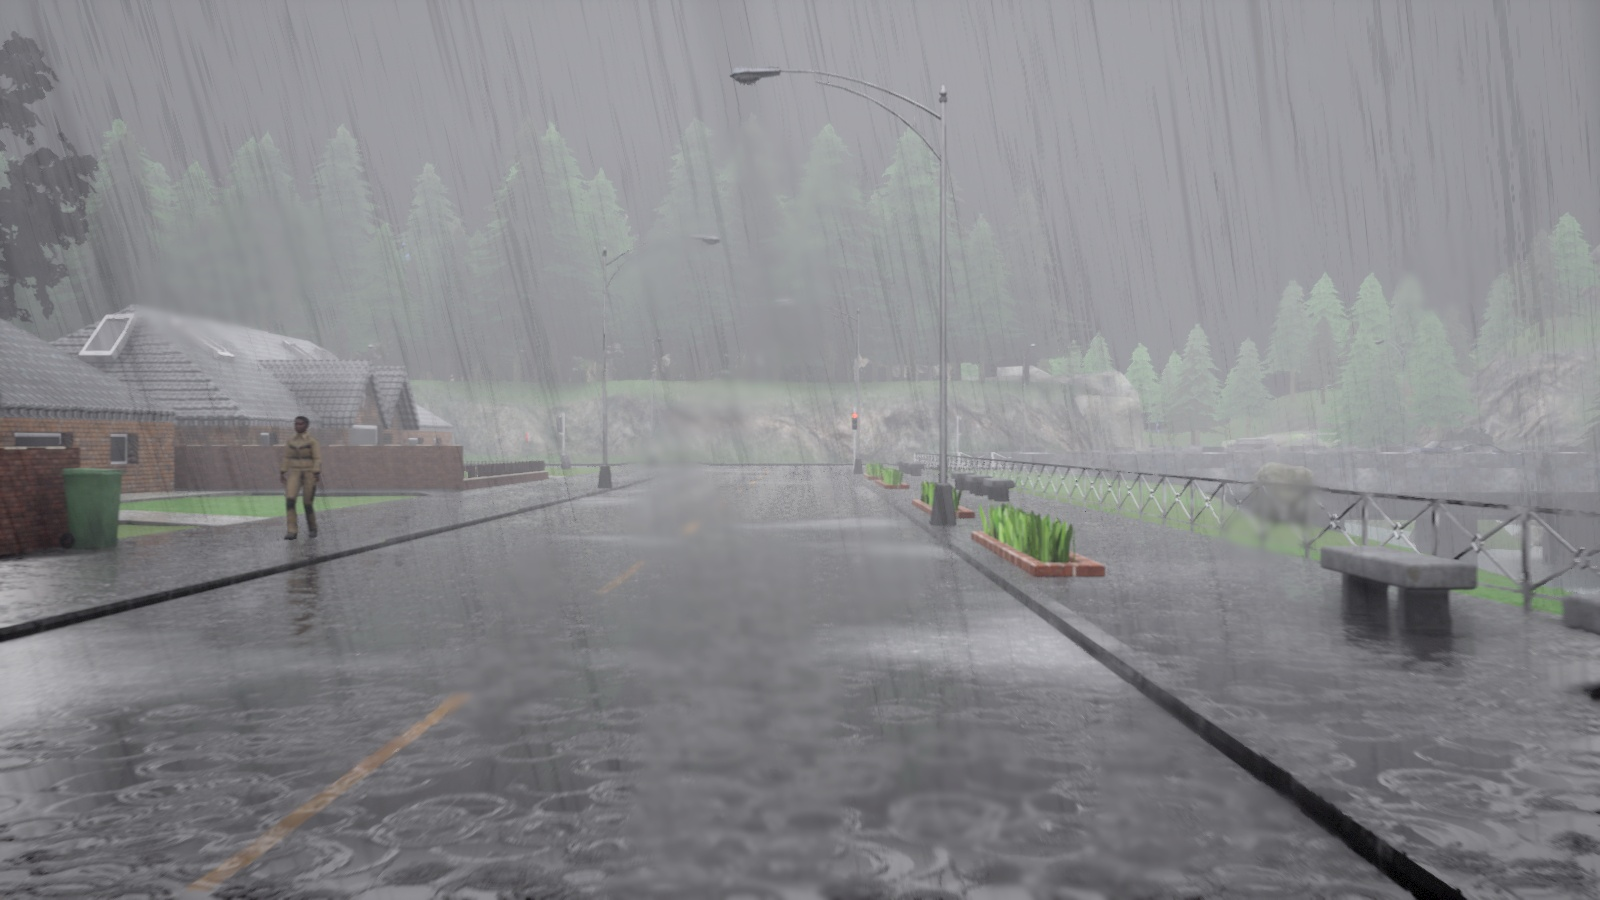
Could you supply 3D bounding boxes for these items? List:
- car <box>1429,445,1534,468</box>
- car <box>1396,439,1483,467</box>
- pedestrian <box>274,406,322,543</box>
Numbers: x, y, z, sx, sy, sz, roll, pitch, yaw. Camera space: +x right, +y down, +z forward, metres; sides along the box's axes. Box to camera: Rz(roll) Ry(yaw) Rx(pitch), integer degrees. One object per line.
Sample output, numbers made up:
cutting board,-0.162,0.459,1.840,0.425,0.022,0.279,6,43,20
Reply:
car,41.901,0.392,77.328,5.357,1.411,2.033,0,0,0
car,41.401,0.180,81.330,4.553,1.767,2.097,0,0,0
pedestrian,-7.202,0.349,18.031,0.396,1.930,0.692,0,0,1
